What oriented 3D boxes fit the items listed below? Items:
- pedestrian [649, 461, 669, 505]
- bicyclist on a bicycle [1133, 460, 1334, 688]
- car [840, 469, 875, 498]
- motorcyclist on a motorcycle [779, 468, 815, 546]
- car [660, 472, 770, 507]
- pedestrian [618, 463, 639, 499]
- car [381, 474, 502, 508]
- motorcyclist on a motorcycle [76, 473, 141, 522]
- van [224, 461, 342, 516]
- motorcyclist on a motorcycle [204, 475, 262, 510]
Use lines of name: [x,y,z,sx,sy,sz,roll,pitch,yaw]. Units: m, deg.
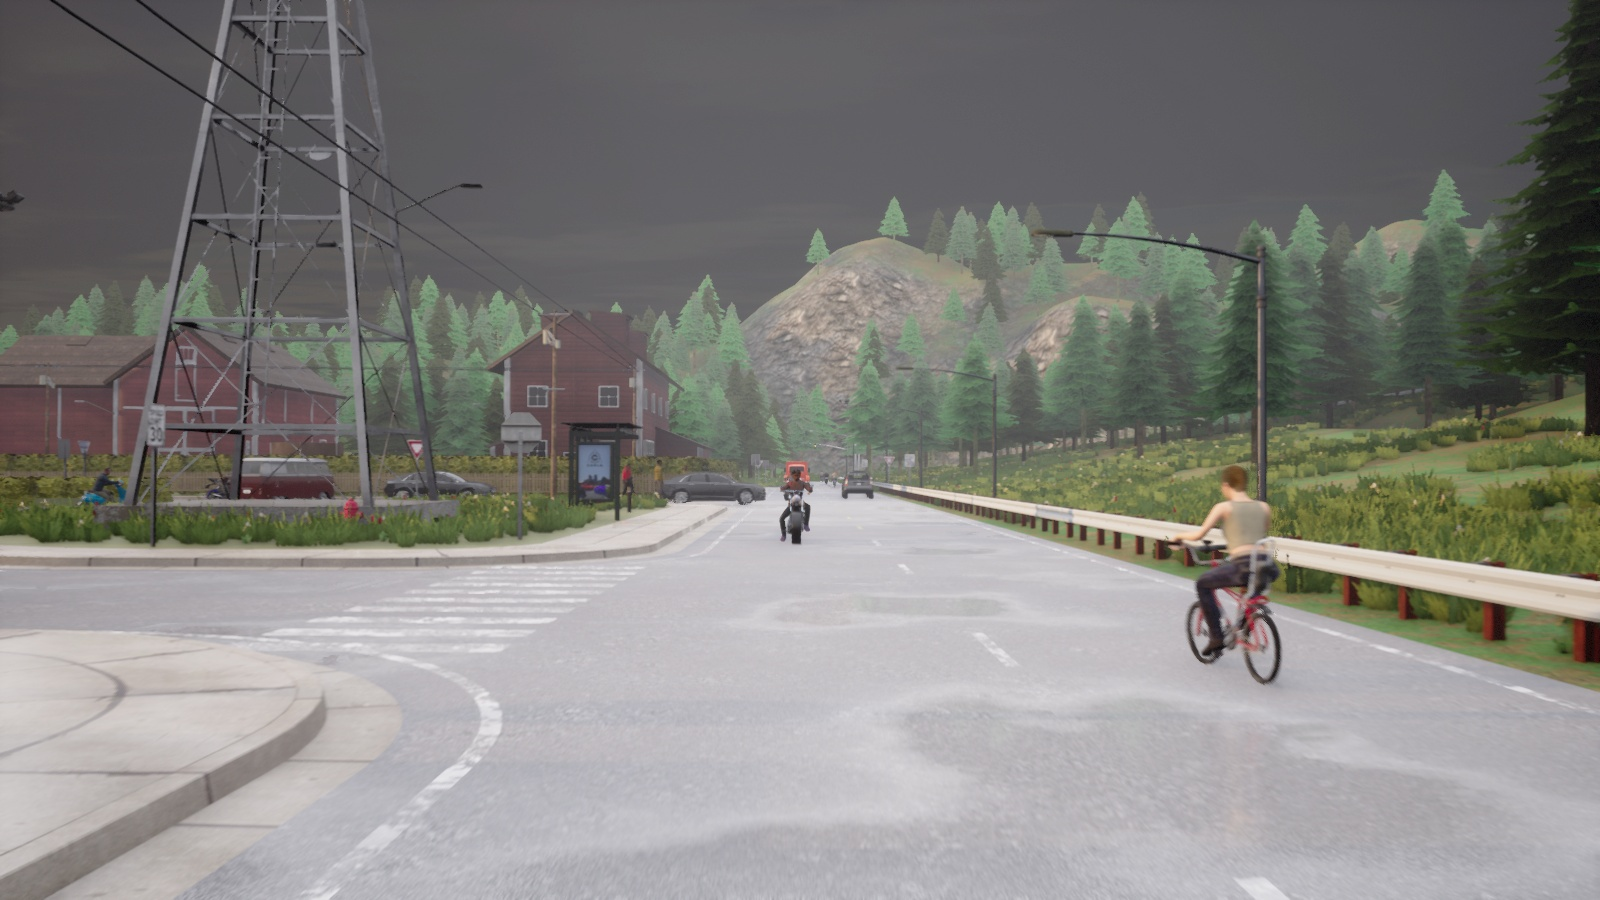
pedestrian: [-5.943,1.379,52.865,0.709,1.840,0.431,0,-1,-33]
bicyclist on a bicycle: [3.330,0.902,9.811,0.866,1.612,1.509,-1,-1,-7]
car: [3.322,1.924,73.119,1.851,1.617,3.988,0,-1,0]
motorcyclist on a motorcycle: [-0.068,1.230,27.782,0.766,1.649,2.350,0,-1,0]
car: [-3.880,1.789,56.915,4.892,1.490,1.837,-1,-1,-6]
pedestrian: [-8.749,1.577,64.065,0.899,1.844,0.634,0,-1,4]
car: [-16.102,1.832,56.541,4.892,1.490,1.837,-1,-1,-1]
motorcyclist on a motorcycle: [-23.017,1.560,41.805,1.817,1.590,0.866,0,-1,-36]
van: [-19.590,1.446,47.825,1.775,1.987,4.442,-1,-1,16]
motorcyclist on a motorcycle: [-25.496,1.897,56.468,2.191,1.530,0.866,0,-1,0]
